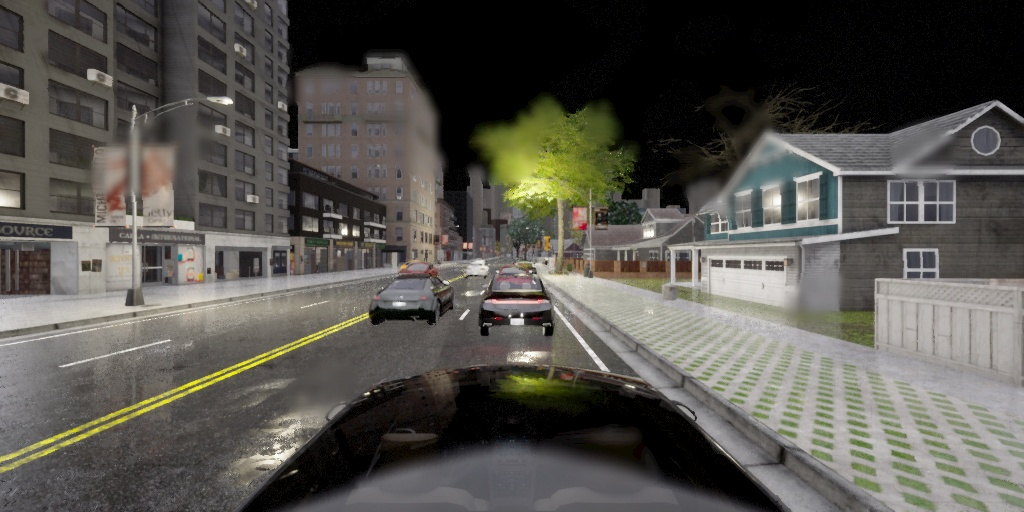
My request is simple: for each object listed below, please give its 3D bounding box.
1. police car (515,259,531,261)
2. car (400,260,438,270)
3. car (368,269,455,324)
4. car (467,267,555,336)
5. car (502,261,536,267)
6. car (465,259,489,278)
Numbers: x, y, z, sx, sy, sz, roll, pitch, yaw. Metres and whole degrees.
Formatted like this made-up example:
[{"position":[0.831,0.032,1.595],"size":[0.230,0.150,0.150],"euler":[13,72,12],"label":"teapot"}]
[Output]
[{"position":[1.008,1.156,29.590],"size":[1.930,1.638,5.238],"euler":[0,0,0],"label":"police car"},{"position":[-6.571,1.213,25.599],"size":[1.882,1.535,5.008],"euler":[0,0,0],"label":"car"},{"position":[-3.136,1.311,11.982],"size":[1.994,1.385,4.181],"euler":[0,0,0],"label":"car"},{"position":[0.113,1.239,10.357],"size":[2.128,1.511,4.902],"euler":[0,0,0],"label":"car"},{"position":[0.122,1.219,19.860],"size":[1.882,1.535,5.008],"euler":[0,0,0],"label":"car"},{"position":[-3.112,1.252,32.814],"size":[1.812,1.442,4.674],"euler":[0,0,0],"label":"car"}]
